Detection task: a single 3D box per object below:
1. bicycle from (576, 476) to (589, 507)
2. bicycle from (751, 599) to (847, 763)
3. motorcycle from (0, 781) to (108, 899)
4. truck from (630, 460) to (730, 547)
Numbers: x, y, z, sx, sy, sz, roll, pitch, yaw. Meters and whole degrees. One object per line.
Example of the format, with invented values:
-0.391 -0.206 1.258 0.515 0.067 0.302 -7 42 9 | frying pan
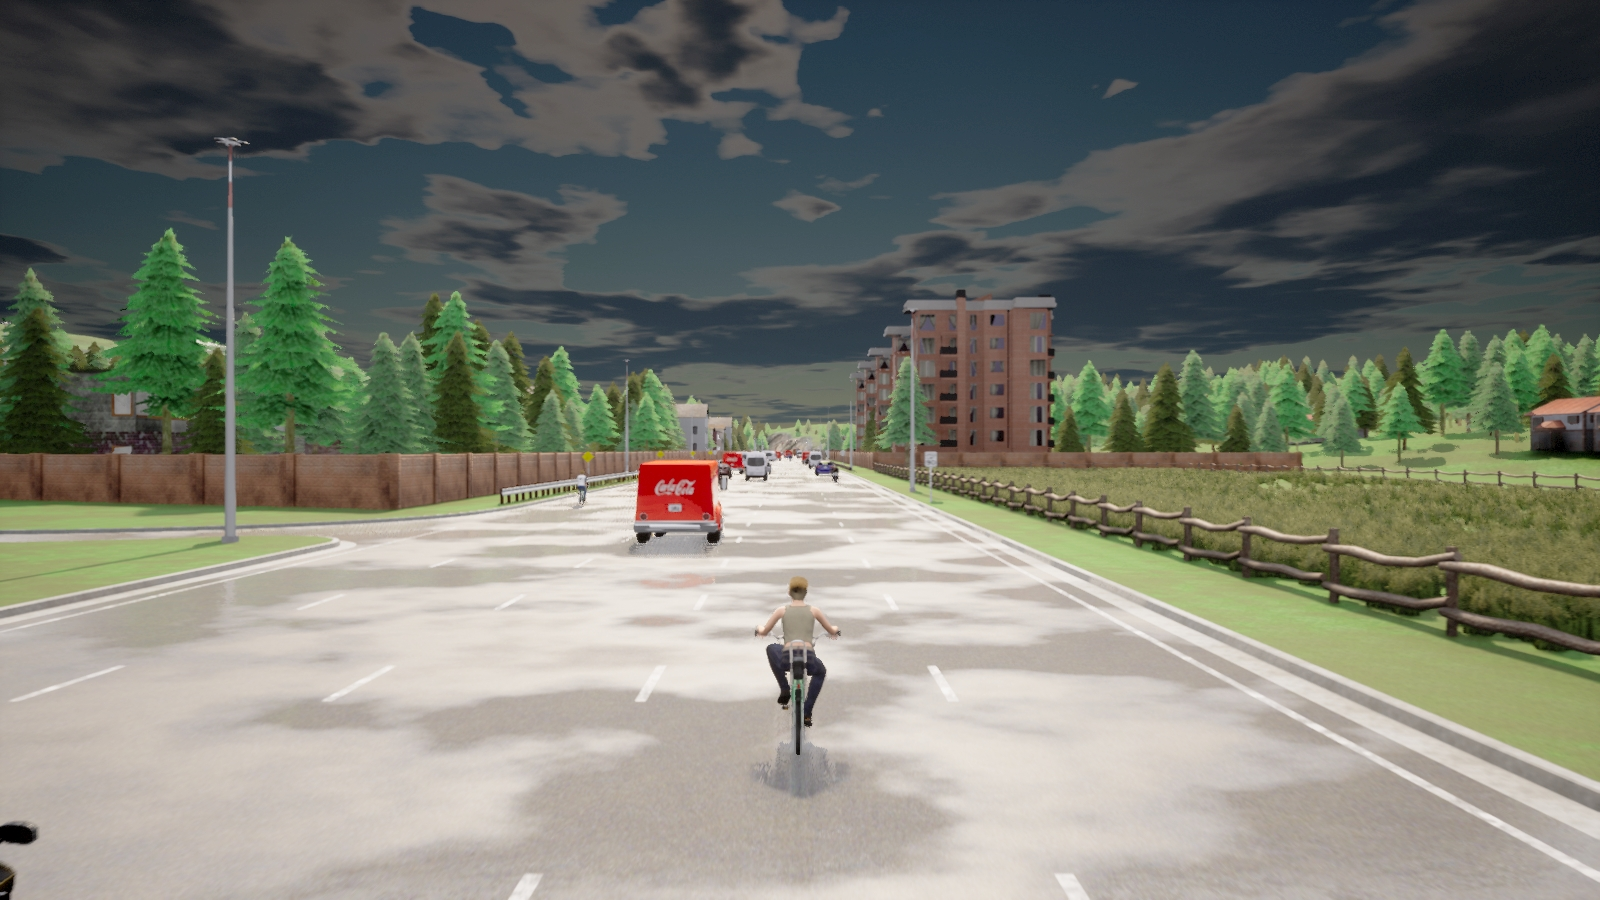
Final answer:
-10.772 2.056 56.632 0.373 1.496 1.643 0 0 0 | bicycle
-0.019 2.158 10.943 0.859 1.276 1.487 0 0 -1 | bicycle
-3.743 2.205 4.340 0.867 1.251 2.209 0 0 1 | motorcycle
-3.650 1.570 35.788 2.627 2.467 5.204 0 0 0 | truck
